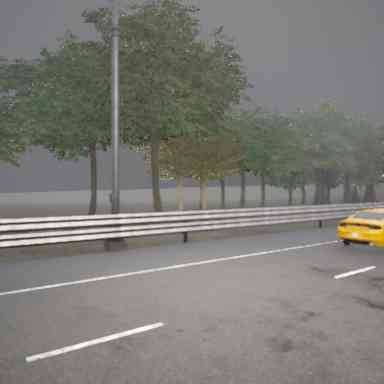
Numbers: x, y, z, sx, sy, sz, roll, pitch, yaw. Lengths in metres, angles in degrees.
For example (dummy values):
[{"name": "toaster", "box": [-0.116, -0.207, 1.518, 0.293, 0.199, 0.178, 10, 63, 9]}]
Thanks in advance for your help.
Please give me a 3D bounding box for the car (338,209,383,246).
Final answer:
[{"name": "car", "box": [8.117, 1.449, 13.867, 5.008, 1.535, 1.882, 0, 0, -35]}]
